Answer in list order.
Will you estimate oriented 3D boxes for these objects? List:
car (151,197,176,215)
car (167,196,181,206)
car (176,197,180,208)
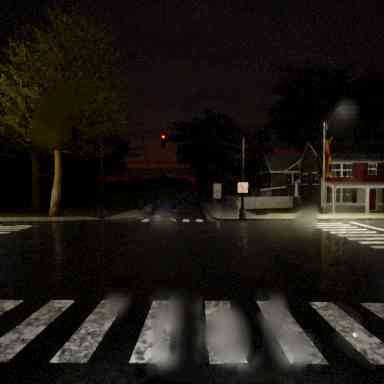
[{"bbox_3d":[-2.958,1.449,33.795,1.882,1.535,5.008,0,0,0],"label":"car"},{"bbox_3d":[-2.864,1.487,54.726,2.033,1.411,5.357,0,0,0],"label":"car"},{"bbox_3d":[-2.913,1.462,44.097,1.837,1.490,4.892,0,0,0],"label":"car"}]
